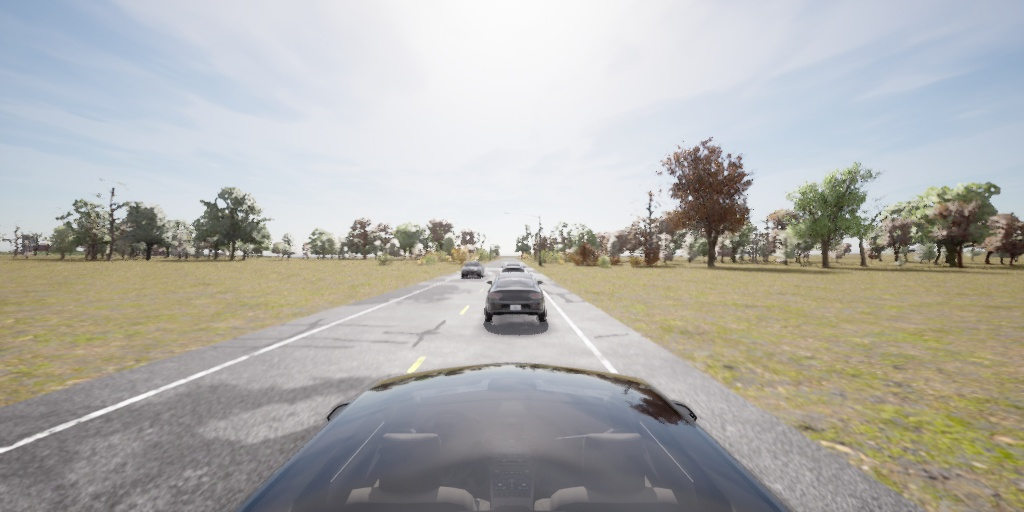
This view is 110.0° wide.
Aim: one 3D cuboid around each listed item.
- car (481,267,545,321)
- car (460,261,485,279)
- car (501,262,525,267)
[{"bbox_3d":[0.102,1.277,12.345,1.812,1.442,4.674,0,0,0],"label":"car"},{"bbox_3d":[-3.591,1.258,33.311,1.837,1.490,4.892,0,0,0],"label":"car"},{"bbox_3d":[0.104,1.257,30.239,1.837,1.490,4.892,0,0,0],"label":"car"}]
